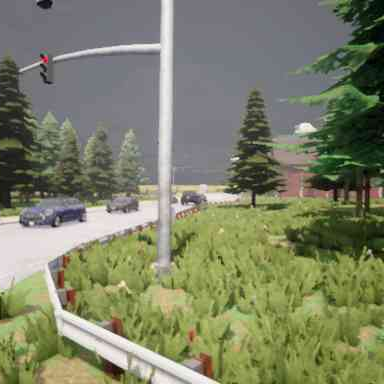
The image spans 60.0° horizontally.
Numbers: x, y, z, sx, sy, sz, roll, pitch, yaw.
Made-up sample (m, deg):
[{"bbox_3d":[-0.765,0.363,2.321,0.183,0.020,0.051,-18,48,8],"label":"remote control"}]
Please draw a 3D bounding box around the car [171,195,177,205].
[{"bbox_3d":[-3.440,1.103,48.871,1.994,1.385,4.181,1,0,9],"label":"car"}]

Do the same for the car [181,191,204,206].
[{"bbox_3d":[-0.099,0.830,46.581,2.150,2.045,5.566,1,1,9],"label":"car"}]

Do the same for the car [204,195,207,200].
[{"bbox_3d":[1.494,1.068,57.362,2.033,1.411,5.357,1,1,9],"label":"car"}]

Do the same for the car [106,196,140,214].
[{"bbox_3d":[-6.373,1.182,31.131,1.837,1.490,4.892,1,1,10],"label":"car"}]

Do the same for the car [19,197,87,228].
[{"bbox_3d":[-8.354,1.113,20.355,2.097,1.767,4.553,1,1,10],"label":"car"}]
